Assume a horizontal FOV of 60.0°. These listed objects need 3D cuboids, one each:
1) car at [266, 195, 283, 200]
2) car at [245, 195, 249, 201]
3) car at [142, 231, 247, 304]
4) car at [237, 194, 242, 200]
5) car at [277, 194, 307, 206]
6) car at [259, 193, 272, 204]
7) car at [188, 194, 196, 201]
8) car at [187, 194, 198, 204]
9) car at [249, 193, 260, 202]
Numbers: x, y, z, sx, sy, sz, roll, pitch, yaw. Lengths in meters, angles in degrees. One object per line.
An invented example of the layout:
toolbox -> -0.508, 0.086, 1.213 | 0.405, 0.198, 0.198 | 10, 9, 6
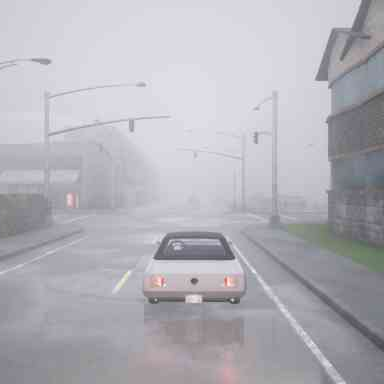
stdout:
car -> 21.320, 1.399, 85.787 | 3.806, 1.475, 1.970 | 0, 0, 0
car -> 13.762, 1.112, 70.184 | 4.605, 1.855, 1.932 | 0, 0, 0
car -> 0.059, 1.601, 8.095 | 1.895, 1.301, 4.718 | 0, 0, 1
car -> 13.900, 1.388, 88.768 | 3.633, 1.501, 1.845 | 0, 0, 0
car -> 14.497, 1.247, 48.066 | 3.806, 1.475, 1.970 | 0, 0, 0
car -> 14.173, 1.168, 54.484 | 5.027, 1.636, 2.152 | 0, 0, 0
car -> 0.013, 1.354, 82.328 | 2.097, 1.767, 4.553 | 0, 0, 0
car -> 0.110, 1.351, 64.852 | 2.097, 1.767, 4.553 | 0, 0, 0
car -> 14.174, 1.092, 67.278 | 3.866, 1.878, 1.905 | 0, 0, 0
